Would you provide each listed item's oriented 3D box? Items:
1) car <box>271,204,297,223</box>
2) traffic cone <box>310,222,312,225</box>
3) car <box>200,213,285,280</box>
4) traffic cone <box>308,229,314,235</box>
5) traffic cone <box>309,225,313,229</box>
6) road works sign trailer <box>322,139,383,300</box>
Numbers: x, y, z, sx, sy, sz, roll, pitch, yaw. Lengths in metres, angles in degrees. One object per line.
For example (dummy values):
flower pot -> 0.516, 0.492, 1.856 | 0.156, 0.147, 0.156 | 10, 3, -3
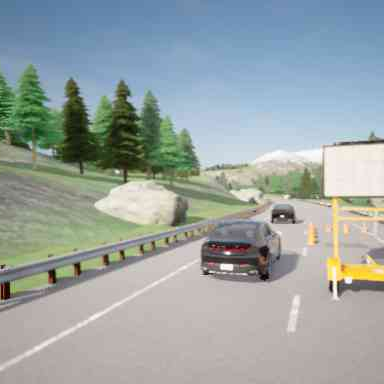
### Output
car -> 7.854, 1.774, 28.459 | 1.882, 1.535, 5.008 | -1, -1, 18
traffic cone -> 6.802, 2.140, 19.007 | 0.340, 0.580, 0.340 | -1, -1, 20
car -> 1.688, 1.626, 10.498 | 1.837, 1.490, 4.892 | -1, -1, 20
traffic cone -> 5.457, 2.104, 15.240 | 0.340, 0.580, 0.340 | -1, -1, 20
traffic cone -> 6.129, 2.122, 17.123 | 0.340, 0.580, 0.340 | -1, -1, 20
road works sign trailer -> 4.491, 0.531, 8.166 | 2.380, 3.560, 2.880 | -1, -1, 20
